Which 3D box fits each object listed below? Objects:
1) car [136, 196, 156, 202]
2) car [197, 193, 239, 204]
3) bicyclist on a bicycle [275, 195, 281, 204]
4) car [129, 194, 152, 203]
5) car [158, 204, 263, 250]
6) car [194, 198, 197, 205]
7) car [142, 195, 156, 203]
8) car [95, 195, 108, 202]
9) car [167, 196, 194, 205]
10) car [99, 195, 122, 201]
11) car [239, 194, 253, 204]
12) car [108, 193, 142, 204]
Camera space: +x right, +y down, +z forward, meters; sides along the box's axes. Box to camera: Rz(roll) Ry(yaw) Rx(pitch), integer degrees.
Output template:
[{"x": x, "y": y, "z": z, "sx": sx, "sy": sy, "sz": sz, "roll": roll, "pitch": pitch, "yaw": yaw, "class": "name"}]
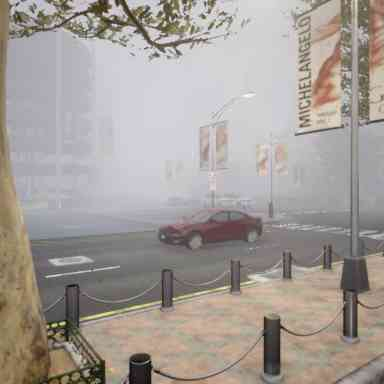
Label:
[{"x": -10.504, "y": 1.548, "z": 76.141, "sx": 4.181, "sy": 1.385, "sz": 1.994, "roll": 0, "pitch": 0, "yaw": 26, "class": "car"}, {"x": 3.562, "y": 1.218, "z": 46.556, "sx": 2.150, "sy": 2.045, "sz": 5.566, "roll": 0, "pitch": 0, "yaw": -35, "class": "car"}, {"x": 15.726, "y": 1.295, "z": 60.483, "sx": 1.656, "sy": 1.620, "sz": 0.582, "roll": 0, "pitch": 0, "yaw": -36, "class": "bicyclist on a bicycle"}, {"x": -11.251, "y": 1.351, "z": 72.586, "sx": 4.553, "sy": 1.767, "sz": 2.097, "roll": 0, "pitch": 0, "yaw": 26, "class": "car"}, {"x": 0.906, "y": 1.476, "z": 14.417, "sx": 5.008, "sy": 1.535, "sz": 1.882, "roll": 0, "pitch": 0, "yaw": -35, "class": "car"}, {"x": 0.655, "y": 1.596, "z": 56.574, "sx": 1.895, "sy": 1.301, "sz": 4.718, "roll": 0, "pitch": 0, "yaw": -37, "class": "car"}, {"x": -9.528, "y": 1.597, "z": 67.241, "sx": 4.718, "sy": 1.301, "sz": 1.895, "roll": 0, "pitch": 0, "yaw": 37, "class": "car"}, {"x": -20.492, "y": 1.446, "z": 76.302, "sx": 4.892, "sy": 1.490, "sz": 1.837, "roll": 0, "pitch": 0, "yaw": 12, "class": "car"}, {"x": -2.224, "y": 1.501, "z": 54.558, "sx": 1.837, "sy": 1.490, "sz": 4.892, "roll": 0, "pitch": 0, "yaw": -37, "class": "car"}, {"x": -19.528, "y": 1.414, "z": 79.666, "sx": 5.008, "sy": 1.535, "sz": 1.882, "roll": 0, "pitch": 0, "yaw": 12, "class": "car"}, {"x": 6.417, "y": 1.217, "z": 48.580, "sx": 2.150, "sy": 2.045, "sz": 5.566, "roll": 0, "pitch": 0, "yaw": -35, "class": "car"}, {"x": -13.168, "y": 1.215, "z": 65.442, "sx": 5.566, "sy": 2.045, "sz": 2.150, "roll": 0, "pitch": 0, "yaw": 32, "class": "car"}]
